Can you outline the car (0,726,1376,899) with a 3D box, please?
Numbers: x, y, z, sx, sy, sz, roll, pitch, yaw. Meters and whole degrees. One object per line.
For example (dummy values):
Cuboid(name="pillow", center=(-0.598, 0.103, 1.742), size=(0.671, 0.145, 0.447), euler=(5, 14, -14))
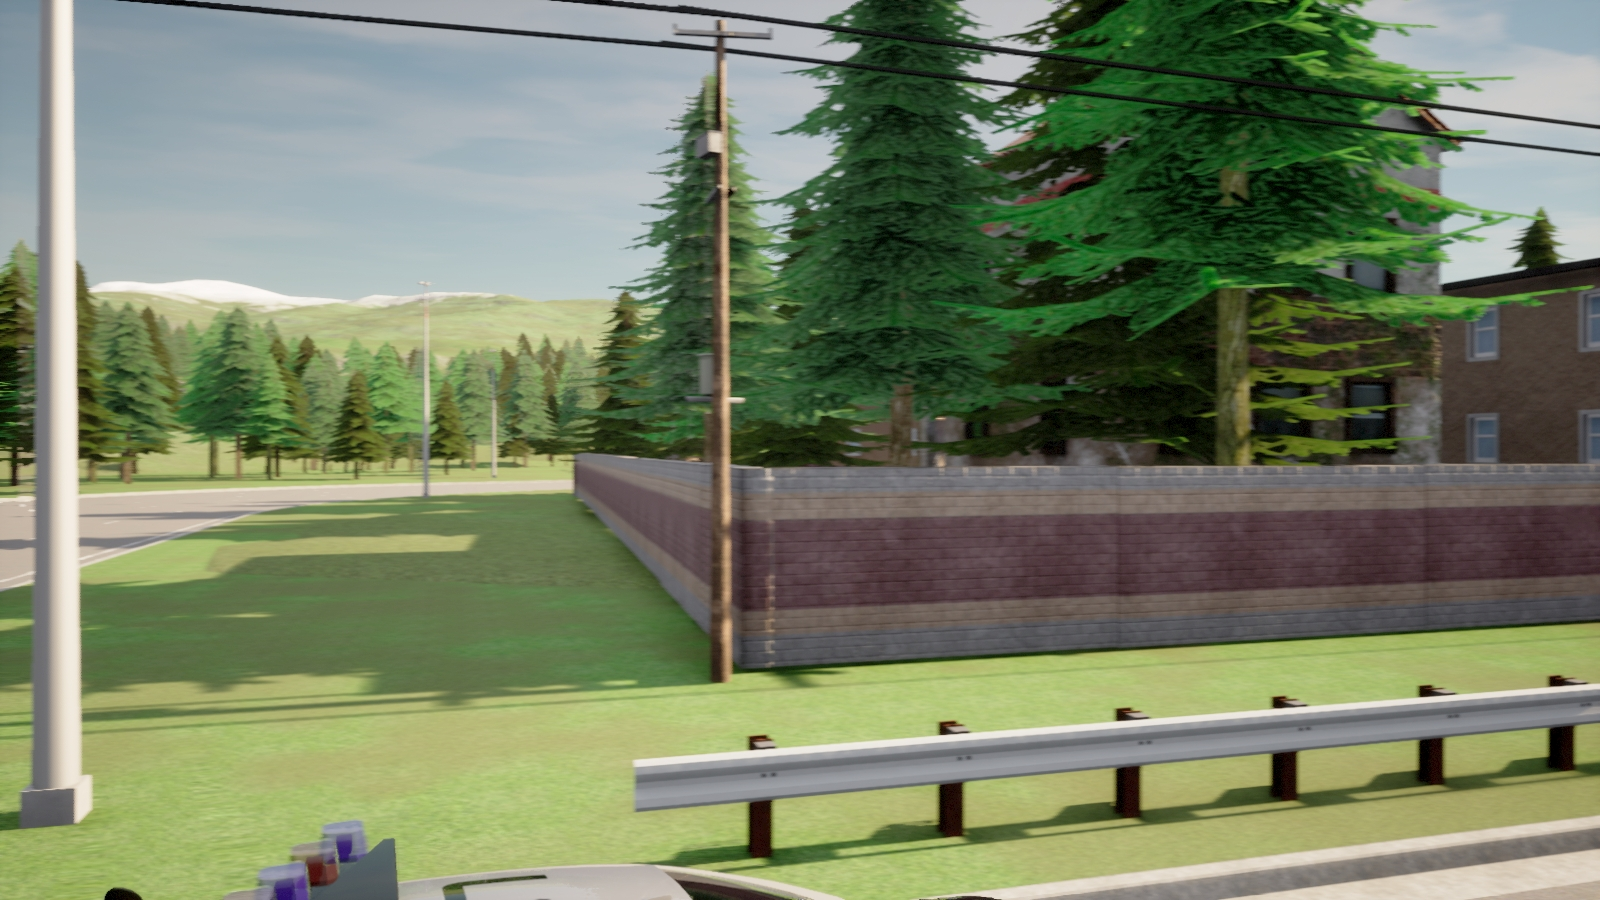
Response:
Cuboid(name="car", center=(-1.301, 1.978, 2.909), size=(5.238, 1.638, 2.097), euler=(0, 0, -21))
